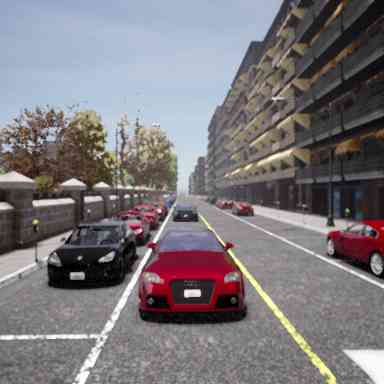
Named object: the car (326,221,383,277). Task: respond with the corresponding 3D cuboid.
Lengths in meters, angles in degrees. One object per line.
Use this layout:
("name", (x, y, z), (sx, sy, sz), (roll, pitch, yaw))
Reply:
("car", (5.669, 1.540, 10.095), (1.887, 1.381, 4.507), (0, 0, -2))

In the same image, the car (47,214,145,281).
("car", (-2.708, 1.563, 9.834), (1.947, 1.339, 4.313), (0, 0, -2))

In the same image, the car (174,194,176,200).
("car", (-4.291, 1.604, 60.479), (1.947, 1.339, 4.313), (0, 0, -2))

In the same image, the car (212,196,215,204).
("car", (4.437, 1.605, 49.486), (1.802, 1.307, 4.206), (0, 0, -2))

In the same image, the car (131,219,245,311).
("car", (-0.047, 1.561, 7.712), (1.994, 1.385, 4.181), (0, 0, -2))

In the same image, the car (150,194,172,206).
("car", (-3.412, 1.321, 32.341), (2.192, 1.841, 5.009), (0, 0, -2))

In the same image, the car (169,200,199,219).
("car", (-0.536, 1.563, 26.364), (1.994, 1.385, 4.181), (0, 0, -2))

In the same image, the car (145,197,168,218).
("car", (-3.235, 1.440, 26.712), (1.967, 1.590, 4.097), (0, 0, -2))

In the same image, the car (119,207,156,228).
("car", (-2.884, 1.577, 15.462), (1.802, 1.307, 4.206), (0, 0, -2))

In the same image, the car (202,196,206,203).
("car", (3.734, 1.494, 71.996), (1.967, 1.590, 4.097), (0, 0, -2))

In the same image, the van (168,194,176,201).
("van", (-4.994, 1.418, 82.989), (1.690, 1.788, 3.998), (0, 0, -2))

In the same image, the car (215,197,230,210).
("car", (4.613, 1.457, 43.858), (1.967, 1.590, 4.097), (0, 0, -2))

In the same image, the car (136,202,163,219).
("car", (-3.060, 1.540, 21.087), (1.887, 1.381, 4.507), (0, 0, -2))

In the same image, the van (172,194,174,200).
("van", (-3.939, 1.366, 49.224), (1.690, 1.788, 3.998), (0, 0, -2))

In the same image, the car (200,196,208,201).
("car", (3.206, 1.670, 88.879), (1.802, 1.307, 4.206), (0, 0, -2))

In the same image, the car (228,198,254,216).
("car", (4.965, 1.587, 32.602), (1.802, 1.307, 4.206), (0, 0, -2))

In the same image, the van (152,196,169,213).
("van", (-3.587, 1.353, 37.969), (1.690, 1.788, 3.998), (0, 0, -2))

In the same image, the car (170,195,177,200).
("car", (-5.346, 1.647, 94.244), (1.887, 1.381, 4.507), (0, 0, -2))

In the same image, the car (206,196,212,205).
("car", (4.085, 1.603, 60.742), (1.947, 1.339, 4.313), (0, 0, -2))

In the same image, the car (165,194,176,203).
("car", (-4.642, 1.371, 71.734), (2.192, 1.841, 5.009), (0, 0, -2))

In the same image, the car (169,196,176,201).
("car", (-5.170, 1.671, 88.616), (1.802, 1.307, 4.206), (0, 0, -2))
